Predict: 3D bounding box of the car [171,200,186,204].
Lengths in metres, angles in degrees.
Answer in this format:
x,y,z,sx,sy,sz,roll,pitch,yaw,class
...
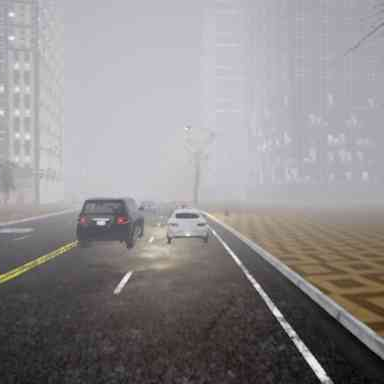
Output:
x,y,z,sx,sy,sz,roll,pitch,yaw,class
-1.382,1.556,34.346,2.033,1.411,5.357,0,0,-5,car

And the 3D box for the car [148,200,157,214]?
x,y,z,sx,sy,sz,roll,pitch,yaw,class
-4.697,1.573,34.938,2.033,1.411,5.357,0,0,-5,car

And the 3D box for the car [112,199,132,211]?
x,y,z,sx,sy,sz,roll,pitch,yaw,class
-8.928,1.612,42.712,1.994,1.385,4.181,0,0,-6,car

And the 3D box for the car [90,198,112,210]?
x,y,z,sx,sy,sz,roll,pitch,yaw,class
-12.569,1.616,46.229,2.033,1.411,5.357,0,0,-6,car

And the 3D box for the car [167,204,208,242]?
x,y,z,sx,sy,sz,roll,pitch,yaw,class
-0.257,1.527,16.168,1.812,1.442,4.674,0,0,-2,car

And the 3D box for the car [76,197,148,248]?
x,y,z,sx,sy,sz,roll,pitch,yaw,class
-3.453,1.238,14.970,2.150,2.045,5.566,0,0,-2,car
